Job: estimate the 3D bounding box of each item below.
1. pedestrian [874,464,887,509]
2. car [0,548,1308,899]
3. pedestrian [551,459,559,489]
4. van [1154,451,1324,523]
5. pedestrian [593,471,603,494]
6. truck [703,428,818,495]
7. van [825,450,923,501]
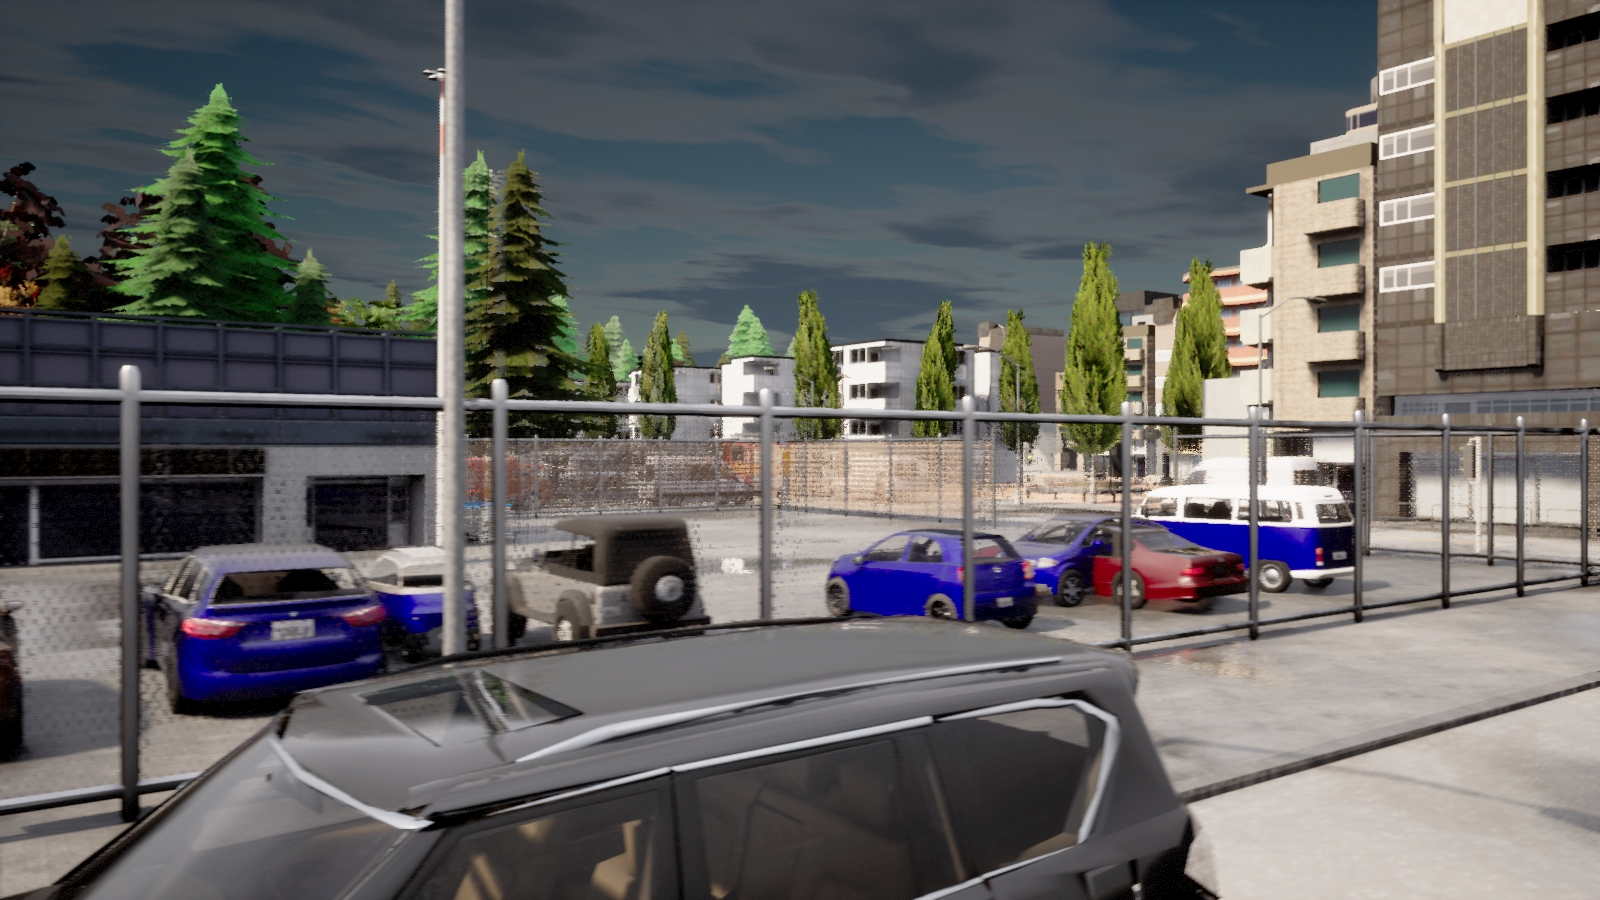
[{"bbox_3d":[3.313,1.516,47.236,0.375,1.860,0.375,0,0,-41],"label":"pedestrian"},{"bbox_3d":[-0.886,1.559,3.785,5.566,2.045,2.150,0,0,-35],"label":"car"},{"bbox_3d":[-15.648,1.526,73.096,0.375,1.860,0.375,0,0,-35],"label":"pedestrian"},{"bbox_3d":[16.525,1.314,43.387,1.988,2.561,5.915,0,0,-35],"label":"van"},{"bbox_3d":[-11.200,1.804,63.286,0.375,1.300,0.375,0,0,-40],"label":"pedestrian"},{"bbox_3d":[-2.546,0.671,70.158,2.891,3.827,8.468,0,0,-35],"label":"truck"},{"bbox_3d":[3.881,1.315,61.418,1.988,2.561,5.915,0,0,-35],"label":"van"}]
